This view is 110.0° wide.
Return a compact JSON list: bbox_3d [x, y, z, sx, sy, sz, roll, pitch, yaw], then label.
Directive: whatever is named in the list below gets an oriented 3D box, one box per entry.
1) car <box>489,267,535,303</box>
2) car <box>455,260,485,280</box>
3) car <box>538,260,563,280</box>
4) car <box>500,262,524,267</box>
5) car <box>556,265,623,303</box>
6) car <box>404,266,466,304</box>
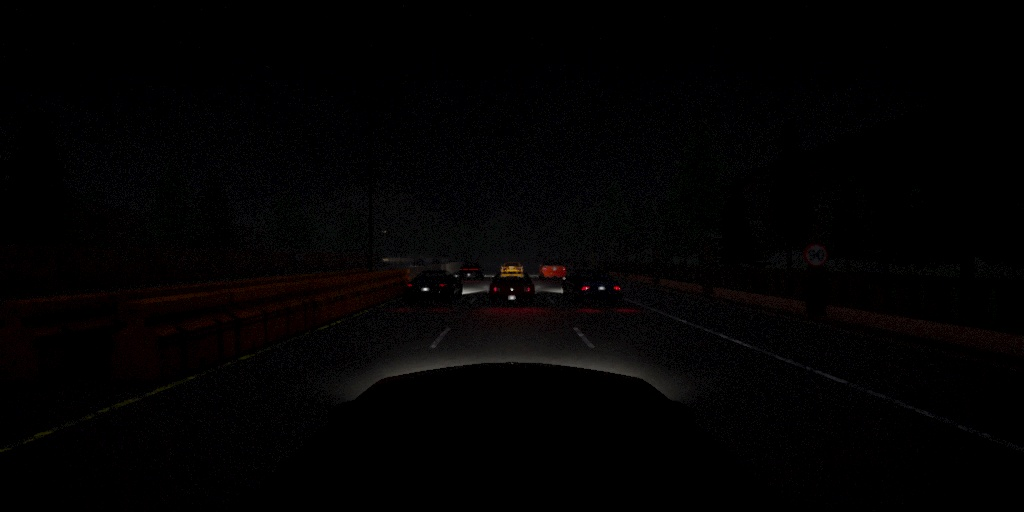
[{"bbox_3d":[0.000,1.366,16.530,1.895,1.301,4.718,0,0,0],"label":"car"},{"bbox_3d":[-3.500,1.266,31.500,1.837,1.490,4.892,0,0,0],"label":"car"},{"bbox_3d":[3.500,1.116,31.470,2.097,1.767,4.553,0,0,0],"label":"car"},{"bbox_3d":[0.000,1.235,31.500,1.882,1.535,5.008,0,0,0],"label":"car"},{"bbox_3d":[3.500,1.313,16.500,2.033,1.411,5.357,0,0,0],"label":"car"},{"bbox_3d":[-3.500,1.322,16.500,1.994,1.385,4.181,0,0,0],"label":"car"}]
